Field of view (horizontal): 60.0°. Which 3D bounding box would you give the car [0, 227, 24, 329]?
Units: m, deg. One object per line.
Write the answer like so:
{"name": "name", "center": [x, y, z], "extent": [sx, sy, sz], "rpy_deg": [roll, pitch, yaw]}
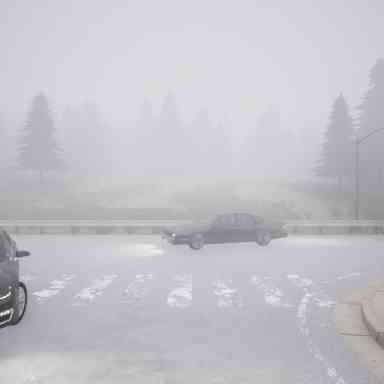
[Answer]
{"name": "car", "center": [-4.458, 1.505, 6.589], "extent": [1.837, 1.490, 4.892], "rpy_deg": [0, 0, -28]}

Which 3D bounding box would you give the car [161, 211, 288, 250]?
{"name": "car", "center": [1.457, 1.547, 14.231], "extent": [5.357, 1.411, 2.033], "rpy_deg": [0, 0, -20]}

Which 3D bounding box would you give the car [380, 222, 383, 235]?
{"name": "car", "center": [11.236, 1.492, 15.111], "extent": [4.902, 1.511, 2.128], "rpy_deg": [0, 0, 0]}
